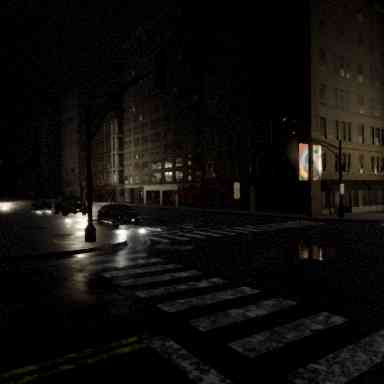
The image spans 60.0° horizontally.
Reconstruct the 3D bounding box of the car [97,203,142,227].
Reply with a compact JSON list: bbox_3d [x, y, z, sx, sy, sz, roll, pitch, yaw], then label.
[{"bbox_3d":[-5.295,1.614,23.871,1.837,1.490,4.892,-1,0,-36],"label":"car"}]

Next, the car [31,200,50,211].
[{"bbox_3d":[-20.496,1.732,45.178,2.033,1.411,5.357,-1,0,-35],"label":"car"}]

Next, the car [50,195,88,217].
[{"bbox_3d":[-12.385,1.365,33.781,2.150,2.045,5.566,-1,0,-35],"label":"car"}]
